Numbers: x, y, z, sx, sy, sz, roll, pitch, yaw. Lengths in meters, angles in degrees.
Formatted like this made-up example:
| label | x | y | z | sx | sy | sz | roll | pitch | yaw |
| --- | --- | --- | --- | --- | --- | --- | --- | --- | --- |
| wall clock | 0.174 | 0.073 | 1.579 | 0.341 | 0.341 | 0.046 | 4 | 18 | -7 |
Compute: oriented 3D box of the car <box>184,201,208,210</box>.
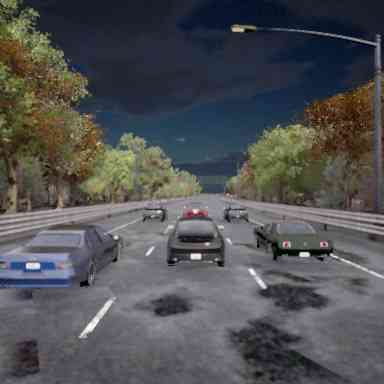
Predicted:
| label | x | y | z | sx | sy | sz | roll | pitch | yaw |
| --- | --- | --- | --- | --- | --- | --- | --- | --- | --- |
| car | 0.319 | 1.687 | 29.468 | 2.097 | 1.767 | 4.553 | 0 | -1 | 1 |

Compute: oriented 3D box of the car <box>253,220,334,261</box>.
| label | x | y | z | sx | sy | sz | roll | pitch | yaw |
| --- | --- | --- | --- | --- | --- | --- | --- | --- | --- |
| car | 3.643 | 1.750 | 12.916 | 1.895 | 1.301 | 4.718 | 0 | -1 | 0 |

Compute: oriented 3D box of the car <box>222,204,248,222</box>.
| label | x | y | z | sx | sy | sz | roll | pitch | yaw |
| --- | --- | --- | --- | --- | --- | --- | --- | --- | --- |
| car | 3.823 | 1.830 | 29.663 | 2.128 | 1.511 | 4.902 | 0 | -1 | 1 |

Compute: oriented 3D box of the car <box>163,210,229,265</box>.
| label | x | y | z | sx | sy | sz | roll | pitch | yaw |
| --- | --- | --- | --- | --- | --- | --- | --- | --- | --- |
| car | 0.138 | 1.646 | 12.163 | 1.837 | 1.490 | 4.892 | 0 | 0 | 0 |

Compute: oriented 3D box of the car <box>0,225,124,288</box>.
| label | x | y | z | sx | sy | sz | roll | pitch | yaw |
| --- | --- | --- | --- | --- | --- | --- | --- | --- | --- |
| car | -3.384 | 1.658 | 9.638 | 2.033 | 1.411 | 5.357 | 0 | -1 | 0 |

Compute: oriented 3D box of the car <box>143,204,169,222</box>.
| label | x | y | z | sx | sy | sz | roll | pitch | yaw |
| --- | --- | --- | --- | --- | --- | --- | --- | --- | --- |
| car | -3.177 | 1.829 | 29.719 | 2.128 | 1.511 | 4.902 | 0 | -1 | 1 |
